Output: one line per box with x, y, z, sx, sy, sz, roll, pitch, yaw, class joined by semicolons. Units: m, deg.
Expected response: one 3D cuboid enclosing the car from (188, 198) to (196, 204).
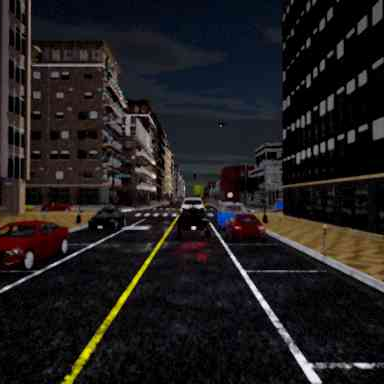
-0.025;2.446;88.937;2.033;1.411;5.357;0;-1;0;car

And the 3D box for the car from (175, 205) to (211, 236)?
0.092;1.722;19.852;1.837;1.490;4.892;0;-2;0;car

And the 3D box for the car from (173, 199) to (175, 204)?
-5.711;2.308;84.161;2.192;1.841;5.009;0;-1;0;car

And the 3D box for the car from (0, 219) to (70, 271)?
-5.690;1.672;11.408;1.887;1.381;4.507;0;-1;0;car

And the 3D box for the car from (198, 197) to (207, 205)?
2.670;2.309;84.164;2.192;1.841;5.009;0;-1;0;car

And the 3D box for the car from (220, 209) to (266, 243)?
2.656;1.773;17.072;1.802;1.307;4.206;0;-1;0;car

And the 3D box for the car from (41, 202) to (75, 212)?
-17.478;2.018;43.565;4.206;1.307;1.802;0;-1;0;car

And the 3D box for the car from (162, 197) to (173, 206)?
-5.709;2.377;72.910;1.752;1.417;4.829;0;-1;0;car

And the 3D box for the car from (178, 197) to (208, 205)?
0.081;1.570;30.951;2.150;2.045;5.566;0;-1;0;car

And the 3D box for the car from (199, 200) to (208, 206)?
2.670;2.505;78.622;1.802;1.307;4.206;0;-1;0;car

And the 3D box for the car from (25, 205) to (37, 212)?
-22.971;1.951;43.552;4.829;1.417;1.752;0;-1;0;car

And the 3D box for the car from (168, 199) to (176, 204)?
-5.715;2.687;95.235;2.008;1.369;4.403;0;-1;0;car

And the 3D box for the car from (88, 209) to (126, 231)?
-5.693;1.821;22.784;1.947;1.339;4.313;0;-1;0;car

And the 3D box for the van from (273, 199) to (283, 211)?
14.885;2.004;52.035;3.998;1.788;1.690;0;-1;0;van

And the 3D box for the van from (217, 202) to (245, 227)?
2.655;1.596;22.763;1.690;1.788;3.998;0;-1;0;van
